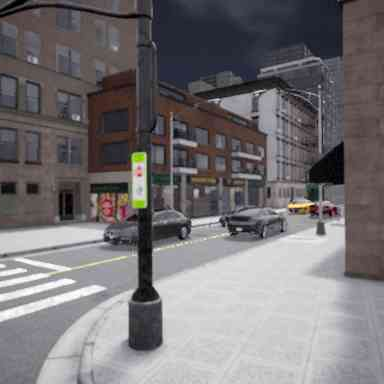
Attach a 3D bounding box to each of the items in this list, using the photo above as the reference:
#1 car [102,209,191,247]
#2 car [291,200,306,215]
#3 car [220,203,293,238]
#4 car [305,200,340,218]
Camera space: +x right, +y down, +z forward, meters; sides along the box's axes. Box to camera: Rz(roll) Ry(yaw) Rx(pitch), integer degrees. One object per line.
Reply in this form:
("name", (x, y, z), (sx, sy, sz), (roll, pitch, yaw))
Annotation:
("car", (-1.898, 1.577, 15.387), (1.837, 1.490, 4.892), (-1, 0, 34))
("car", (11.526, 1.548, 35.250), (1.882, 1.535, 5.008), (-1, 0, 34))
("car", (3.629, 1.554, 18.034), (1.837, 1.490, 4.892), (-1, 0, 34))
("car", (12.514, 1.522, 31.205), (1.882, 1.535, 5.008), (-1, 0, 34))
